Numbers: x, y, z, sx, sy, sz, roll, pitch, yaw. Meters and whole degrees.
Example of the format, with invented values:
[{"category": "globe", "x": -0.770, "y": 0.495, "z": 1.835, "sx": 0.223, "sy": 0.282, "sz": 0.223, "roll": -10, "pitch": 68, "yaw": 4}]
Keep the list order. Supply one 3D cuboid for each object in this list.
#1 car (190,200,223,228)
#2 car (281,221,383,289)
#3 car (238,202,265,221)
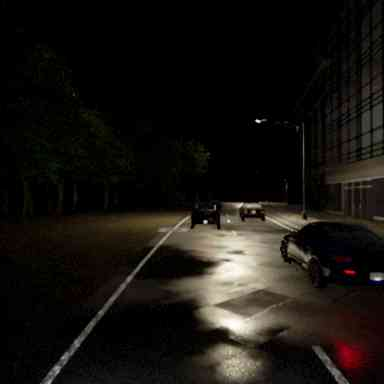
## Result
[{"category": "car", "x": 0.945, "y": 1.499, "z": 22.011, "sx": 1.837, "sy": 1.490, "sz": 4.892, "roll": 0, "pitch": 0, "yaw": 4}, {"category": "car", "x": 3.779, "y": 1.519, "z": 8.977, "sx": 1.812, "sy": 1.442, "sz": 4.674, "roll": 0, "pitch": 0, "yaw": 1}, {"category": "car", "x": 4.819, "y": 1.550, "z": 27.146, "sx": 2.033, "sy": 1.411, "sz": 5.357, "roll": 0, "pitch": 0, "yaw": 5}]
